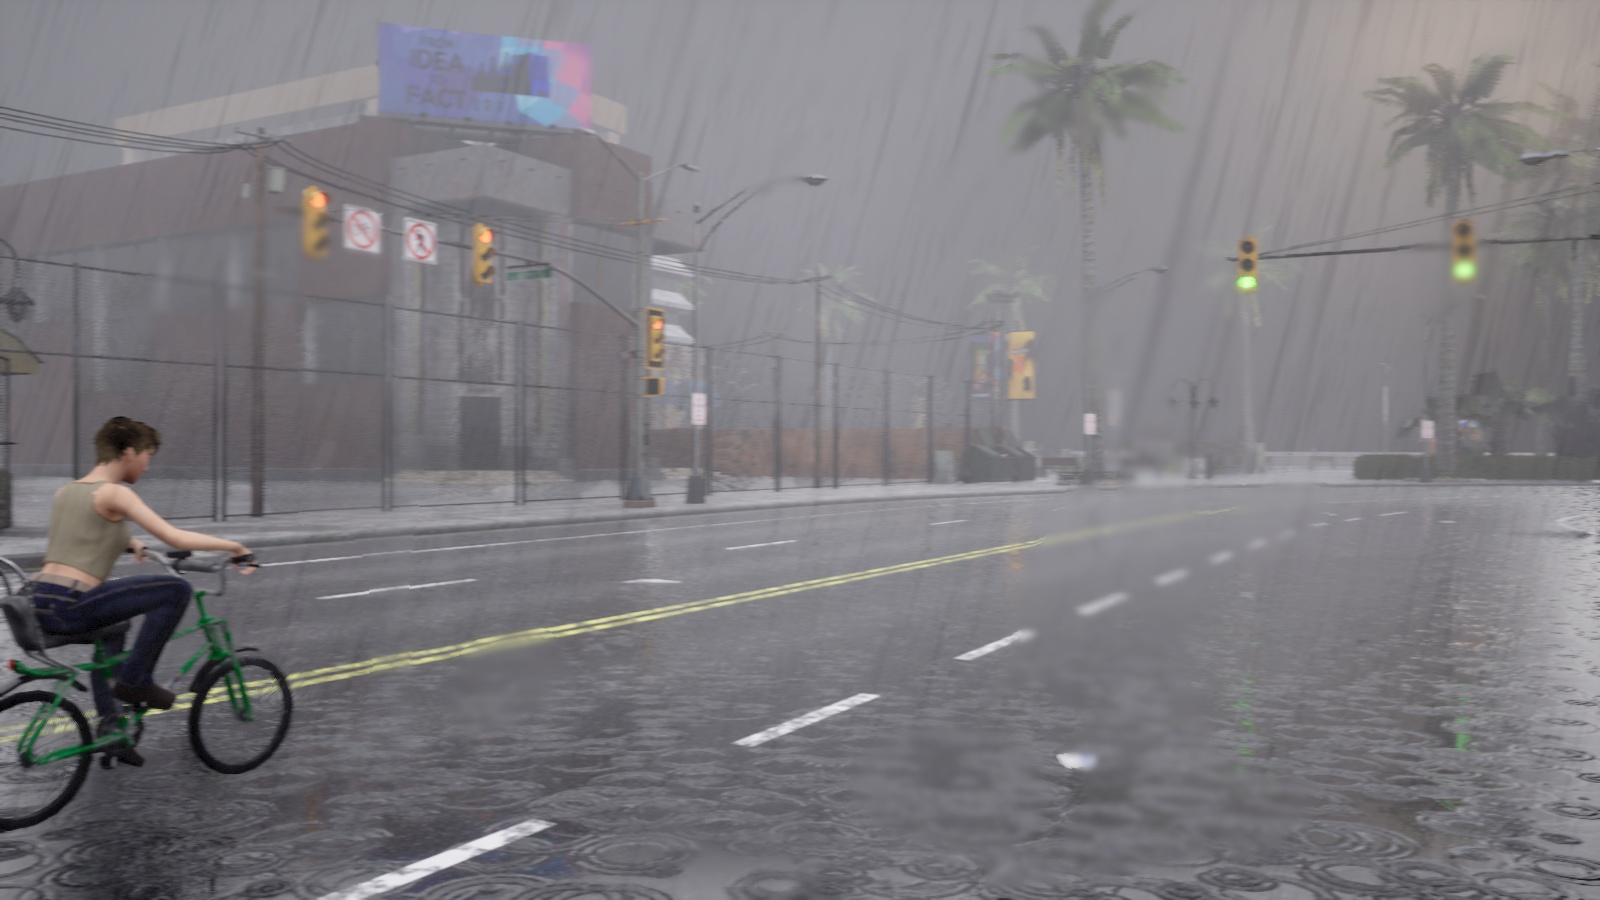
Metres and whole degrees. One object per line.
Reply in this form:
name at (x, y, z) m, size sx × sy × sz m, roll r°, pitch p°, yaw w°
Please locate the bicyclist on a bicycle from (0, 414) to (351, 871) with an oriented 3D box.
bicyclist on a bicycle at (-2.803, 0.679, 5.306) m, size 0.866 × 1.612 × 1.509 m, roll 0°, pitch 0°, yaw 30°
